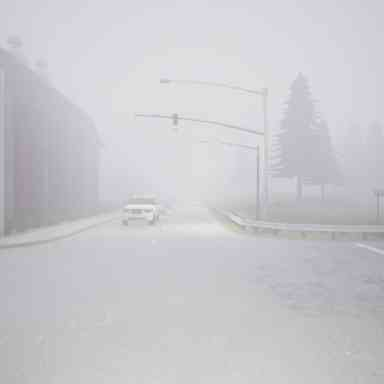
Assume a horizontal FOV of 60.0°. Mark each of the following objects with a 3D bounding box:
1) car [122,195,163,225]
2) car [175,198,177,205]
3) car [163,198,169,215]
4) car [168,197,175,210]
[{"bbox_3d":[-3.680,1.272,24.721,2.150,2.045,5.566,0,0,0],"label":"car"},{"bbox_3d":[-3.733,1.680,60.226,1.837,1.490,4.892,0,0,0],"label":"car"},{"bbox_3d":[-3.724,1.594,34.736,1.812,1.442,4.674,0,0,0],"label":"car"},{"bbox_3d":[-3.765,1.688,44.862,1.895,1.301,4.718,0,0,0],"label":"car"}]
